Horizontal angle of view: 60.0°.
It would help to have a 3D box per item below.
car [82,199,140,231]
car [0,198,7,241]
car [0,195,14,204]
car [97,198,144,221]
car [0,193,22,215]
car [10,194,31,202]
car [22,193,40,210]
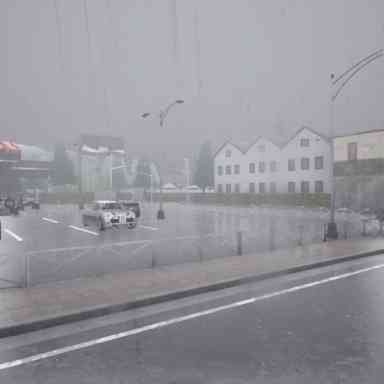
[{"bbox_3d":[-4.608,1.248,18.379,1.970,1.475,3.806,0,0,-36],"label":"car"},{"bbox_3d":[-9.645,1.169,14.389,2.152,1.636,5.027,0,0,-36],"label":"car"},{"bbox_3d":[-38.377,1.495,66.676,4.611,1.667,2.242,0,0,-36],"label":"car"},{"bbox_3d":[-5.720,1.313,26.245,2.007,1.523,4.514,0,0,-36],"label":"car"},{"bbox_3d":[-17.184,1.113,30.364,1.932,1.855,4.605,0,0,-36],"label":"car"},{"bbox_3d":[-38.133,1.328,73.804,3.866,1.878,1.905,0,0,-36],"label":"car"},{"bbox_3d":[-19.077,1.092,38.678,1.905,1.878,3.866,0,0,-36],"label":"car"}]
